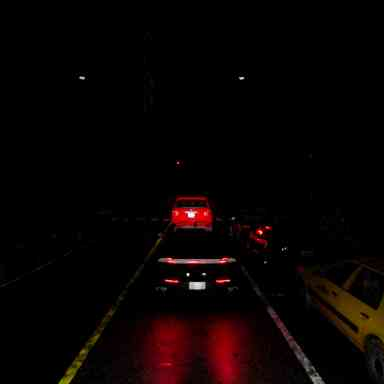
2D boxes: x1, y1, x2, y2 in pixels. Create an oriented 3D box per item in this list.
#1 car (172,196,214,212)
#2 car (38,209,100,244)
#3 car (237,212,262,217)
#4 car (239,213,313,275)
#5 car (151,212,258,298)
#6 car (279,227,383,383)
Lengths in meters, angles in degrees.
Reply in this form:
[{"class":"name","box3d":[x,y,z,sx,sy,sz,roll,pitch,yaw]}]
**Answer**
[{"class":"car","box3d":[0.049,1.222,18.837,2.150,2.045,5.566,0,0,2]},{"class":"car","box3d":[-5.695,1.545,15.893,1.887,1.381,4.507,-1,0,0]},{"class":"car","box3d":[2.851,1.582,15.904,1.802,1.307,4.206,-1,0,0]},{"class":"car","box3d":[2.856,1.566,10.318,1.947,1.339,4.313,-1,0,0]},{"class":"car","box3d":[0.091,1.492,8.488,2.128,1.511,4.902,0,0,0]},{"class":"car","box3d":[2.861,1.526,4.902,1.752,1.417,4.829,-1,0,0]}]
